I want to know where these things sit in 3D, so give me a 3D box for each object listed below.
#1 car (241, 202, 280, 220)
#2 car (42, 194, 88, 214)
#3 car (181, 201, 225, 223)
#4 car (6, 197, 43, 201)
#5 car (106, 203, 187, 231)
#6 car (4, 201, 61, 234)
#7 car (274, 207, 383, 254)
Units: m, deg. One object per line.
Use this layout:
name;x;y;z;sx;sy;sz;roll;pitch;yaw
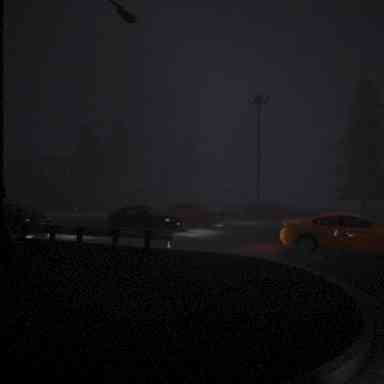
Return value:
car;6.375;1.584;27.415;4.674;1.442;1.812;0;0;23
car;-13.932;1.234;35.898;5.566;2.045;2.150;0;0;23
car;0.113;1.515;26.238;5.008;1.535;1.882;0;0;23
car;-18.225;1.542;33.898;5.357;1.411;2.033;0;0;23
car;-2.946;1.545;19.928;4.674;1.442;1.812;0;0;23
car;-10.450;1.485;19.271;4.902;1.511;2.128;0;0;23
car;5.874;1.513;12.451;5.008;1.535;1.882;0;0;23
